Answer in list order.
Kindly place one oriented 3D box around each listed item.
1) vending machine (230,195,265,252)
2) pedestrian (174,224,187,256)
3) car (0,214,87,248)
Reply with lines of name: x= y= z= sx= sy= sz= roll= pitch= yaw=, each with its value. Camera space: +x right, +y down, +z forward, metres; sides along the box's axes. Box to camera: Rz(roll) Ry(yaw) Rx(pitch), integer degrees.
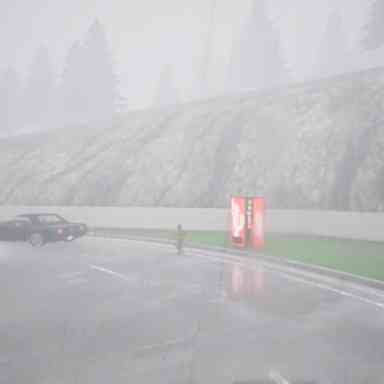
vending machine: x=2.180 y=1.187 z=13.057 sx=1.100 sy=2.100 sz=0.880 roll=0 pitch=0 yaw=-43
pedestrian: x=-0.385 y=1.667 z=11.658 sx=0.500 sy=1.100 sz=0.500 roll=0 pitch=0 yaw=-45
car: x=-7.060 y=1.592 z=14.537 sx=4.718 sy=1.301 sz=1.895 roll=0 pitch=0 yaw=23
